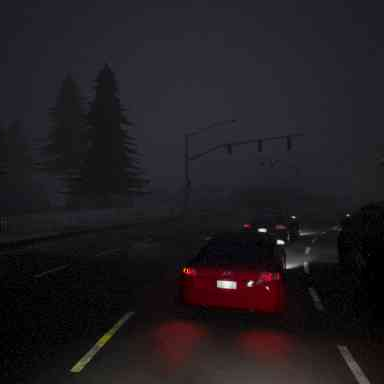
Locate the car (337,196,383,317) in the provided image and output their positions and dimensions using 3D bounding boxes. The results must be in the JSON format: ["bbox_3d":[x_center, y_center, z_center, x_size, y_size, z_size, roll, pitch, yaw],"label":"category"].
[{"bbox_3d":[4.711,1.221,7.295,2.150,2.045,5.566,0,0,15],"label":"car"}]

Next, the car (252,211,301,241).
[{"bbox_3d":[3.800,1.564,15.627,1.994,1.385,4.181,0,0,26],"label":"car"}]

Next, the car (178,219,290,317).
[{"bbox_3d":[1.134,1.564,7.658,1.994,1.385,4.181,0,0,16],"label":"car"}]

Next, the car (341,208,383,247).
[{"bbox_3d":[8.379,1.564,15.885,1.994,1.385,4.181,0,0,28],"label":"car"}]
